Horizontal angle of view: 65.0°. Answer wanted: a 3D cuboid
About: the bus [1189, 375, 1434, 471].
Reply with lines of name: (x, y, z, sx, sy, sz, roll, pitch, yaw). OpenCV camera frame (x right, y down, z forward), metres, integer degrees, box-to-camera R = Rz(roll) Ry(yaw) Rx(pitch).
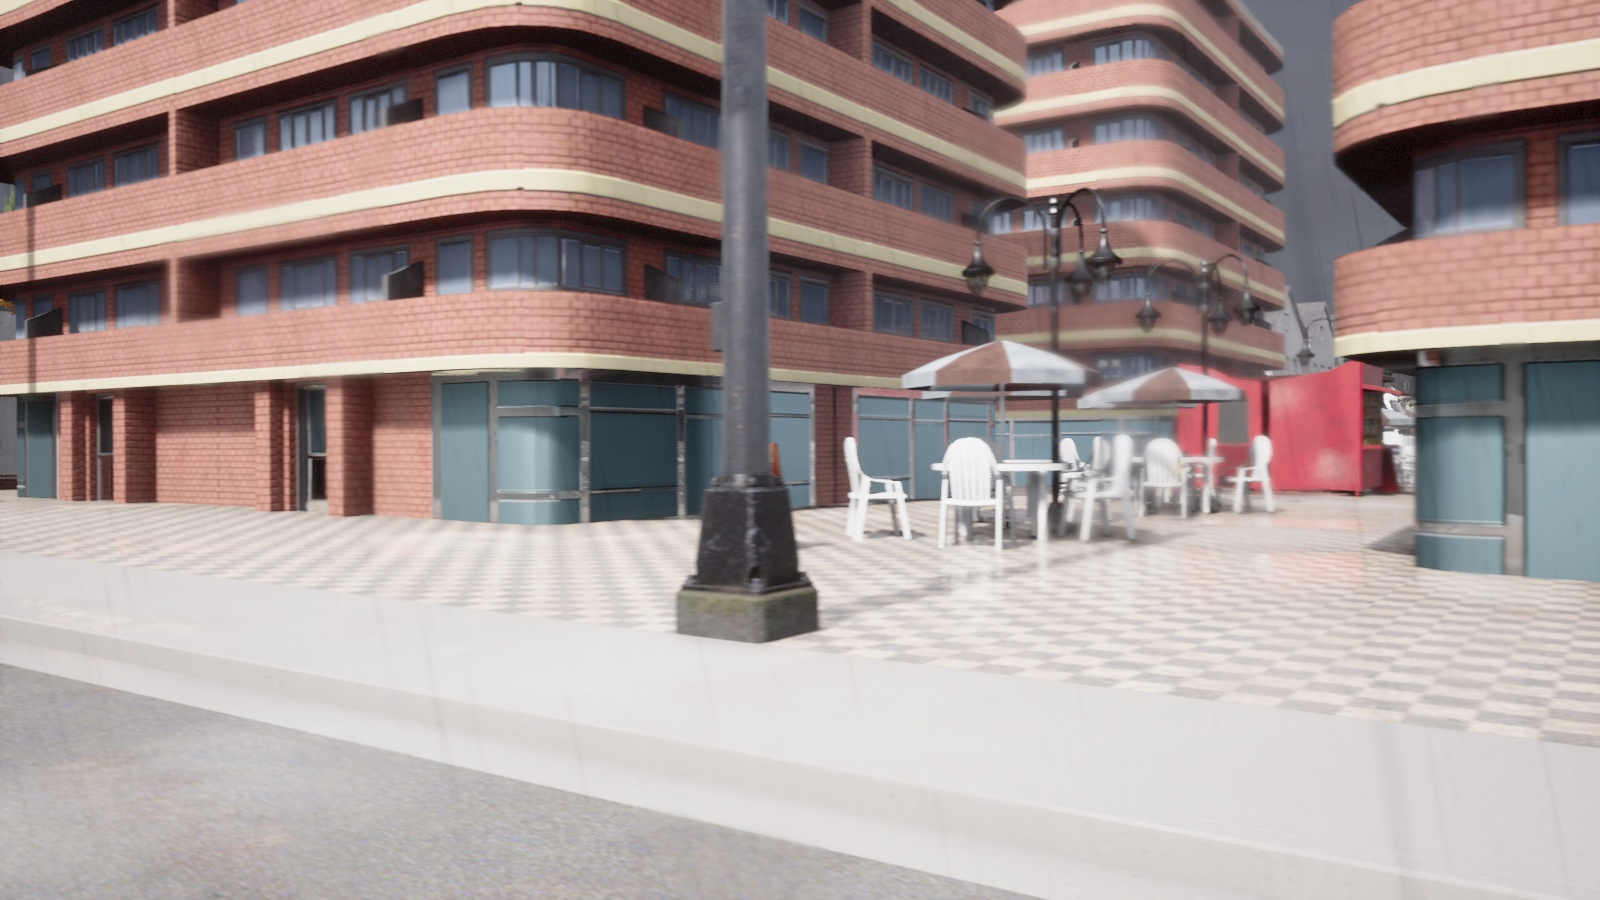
bus: (24.478, -1.168, 60.387, 10.273, 4.253, 3.944, -1, 0, 33)
